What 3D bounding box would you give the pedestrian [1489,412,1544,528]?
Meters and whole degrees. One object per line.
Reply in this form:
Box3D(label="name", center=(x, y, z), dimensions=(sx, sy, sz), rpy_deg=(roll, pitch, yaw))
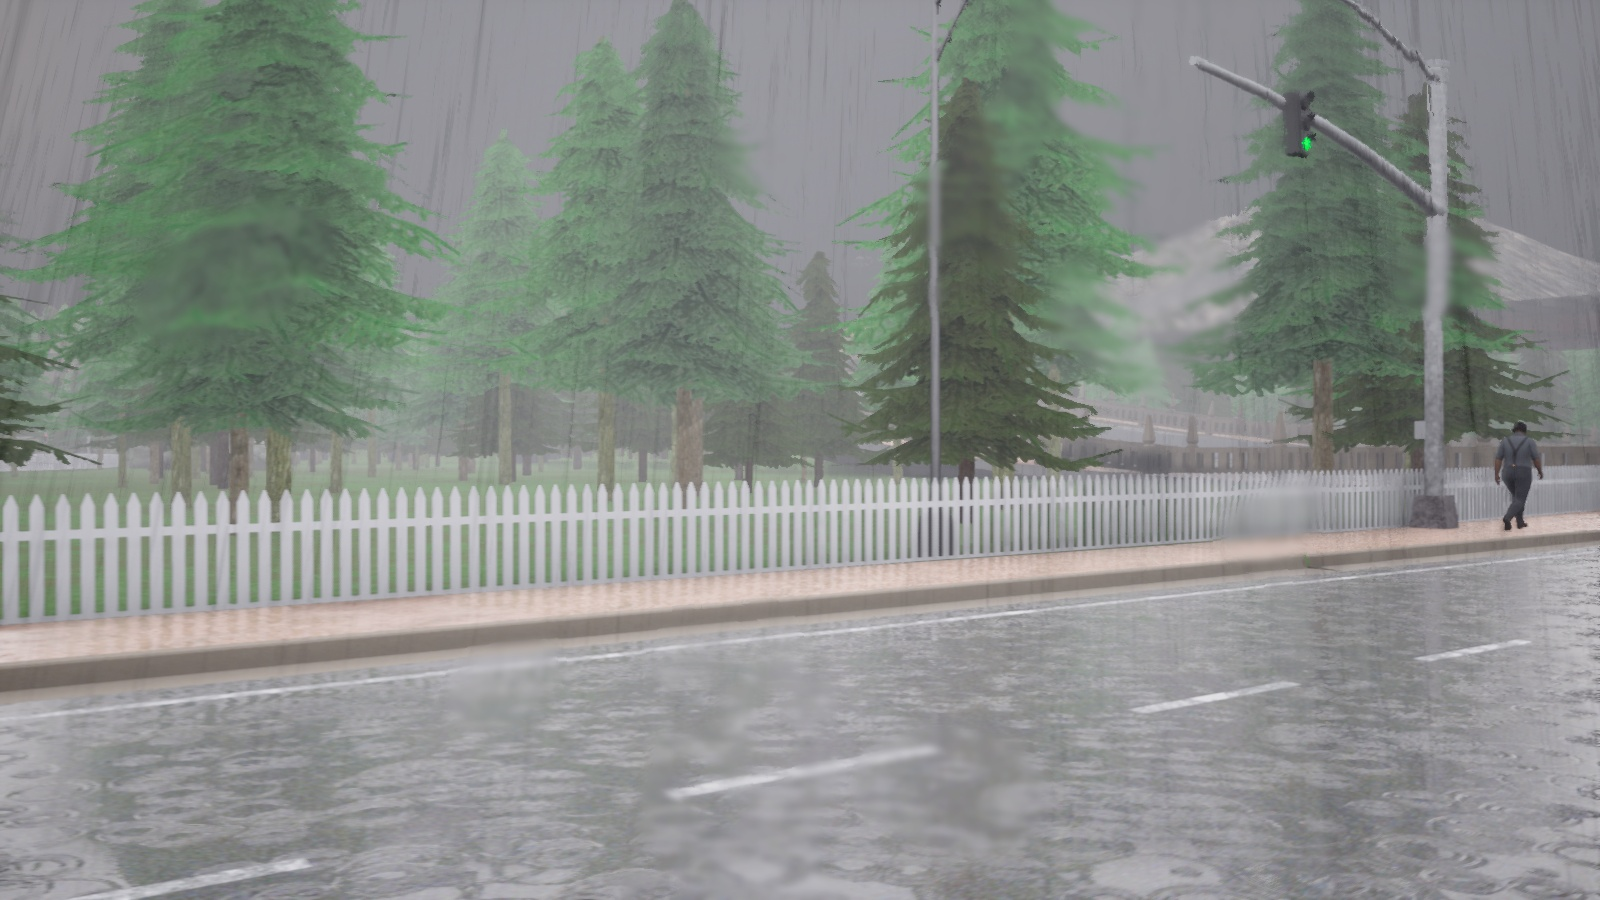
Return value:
Box3D(label="pedestrian", center=(11.637, 0.320, 20.408), dimensions=(0.694, 1.848, 0.540), rpy_deg=(0, 0, -37))
